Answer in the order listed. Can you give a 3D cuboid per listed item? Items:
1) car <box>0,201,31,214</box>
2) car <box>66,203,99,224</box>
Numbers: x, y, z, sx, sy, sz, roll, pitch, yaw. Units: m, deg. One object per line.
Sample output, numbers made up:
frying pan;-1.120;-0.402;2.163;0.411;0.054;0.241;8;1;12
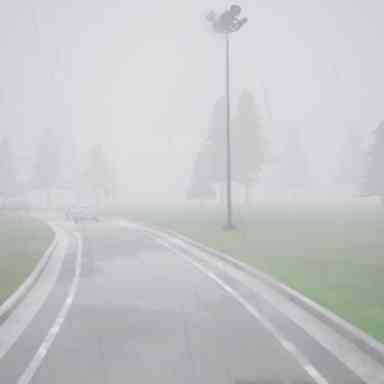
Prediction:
car;-20.910;1.752;39.163;4.902;1.511;2.128;-1;0;35
car;-8.692;1.637;26.390;1.812;1.442;4.674;-1;0;-30
